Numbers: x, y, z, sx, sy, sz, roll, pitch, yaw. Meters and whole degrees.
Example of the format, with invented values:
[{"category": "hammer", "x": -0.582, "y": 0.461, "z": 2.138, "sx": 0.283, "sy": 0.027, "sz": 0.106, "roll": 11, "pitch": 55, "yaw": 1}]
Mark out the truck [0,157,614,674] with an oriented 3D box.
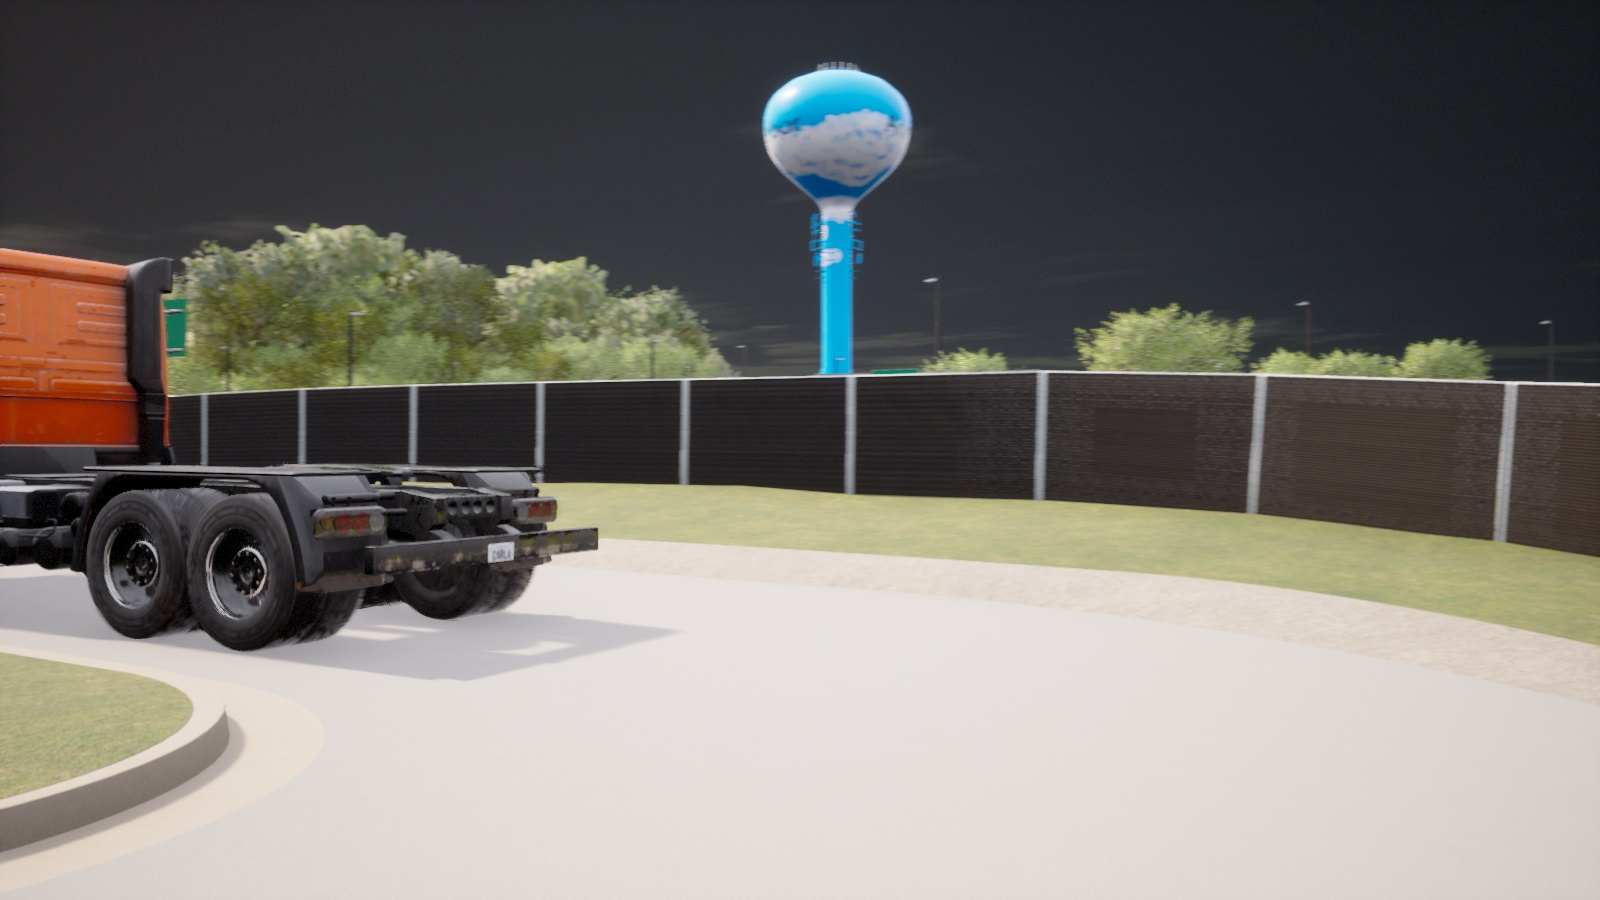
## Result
[{"category": "truck", "x": -5.832, "y": -0.263, "z": 11.496, "sx": 7.936, "sy": 3.462, "sz": 2.891, "roll": 0, "pitch": 0, "yaw": 27}]
